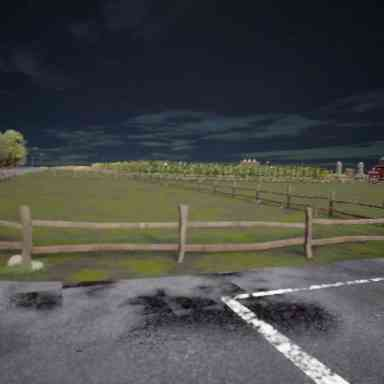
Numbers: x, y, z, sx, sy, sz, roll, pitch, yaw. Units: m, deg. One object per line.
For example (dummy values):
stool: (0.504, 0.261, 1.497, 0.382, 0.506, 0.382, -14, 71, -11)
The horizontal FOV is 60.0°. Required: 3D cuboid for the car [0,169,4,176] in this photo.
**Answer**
car: (-35.249, -3.505, 60.125, 1.895, 1.301, 4.718, 0, 4, -22)
